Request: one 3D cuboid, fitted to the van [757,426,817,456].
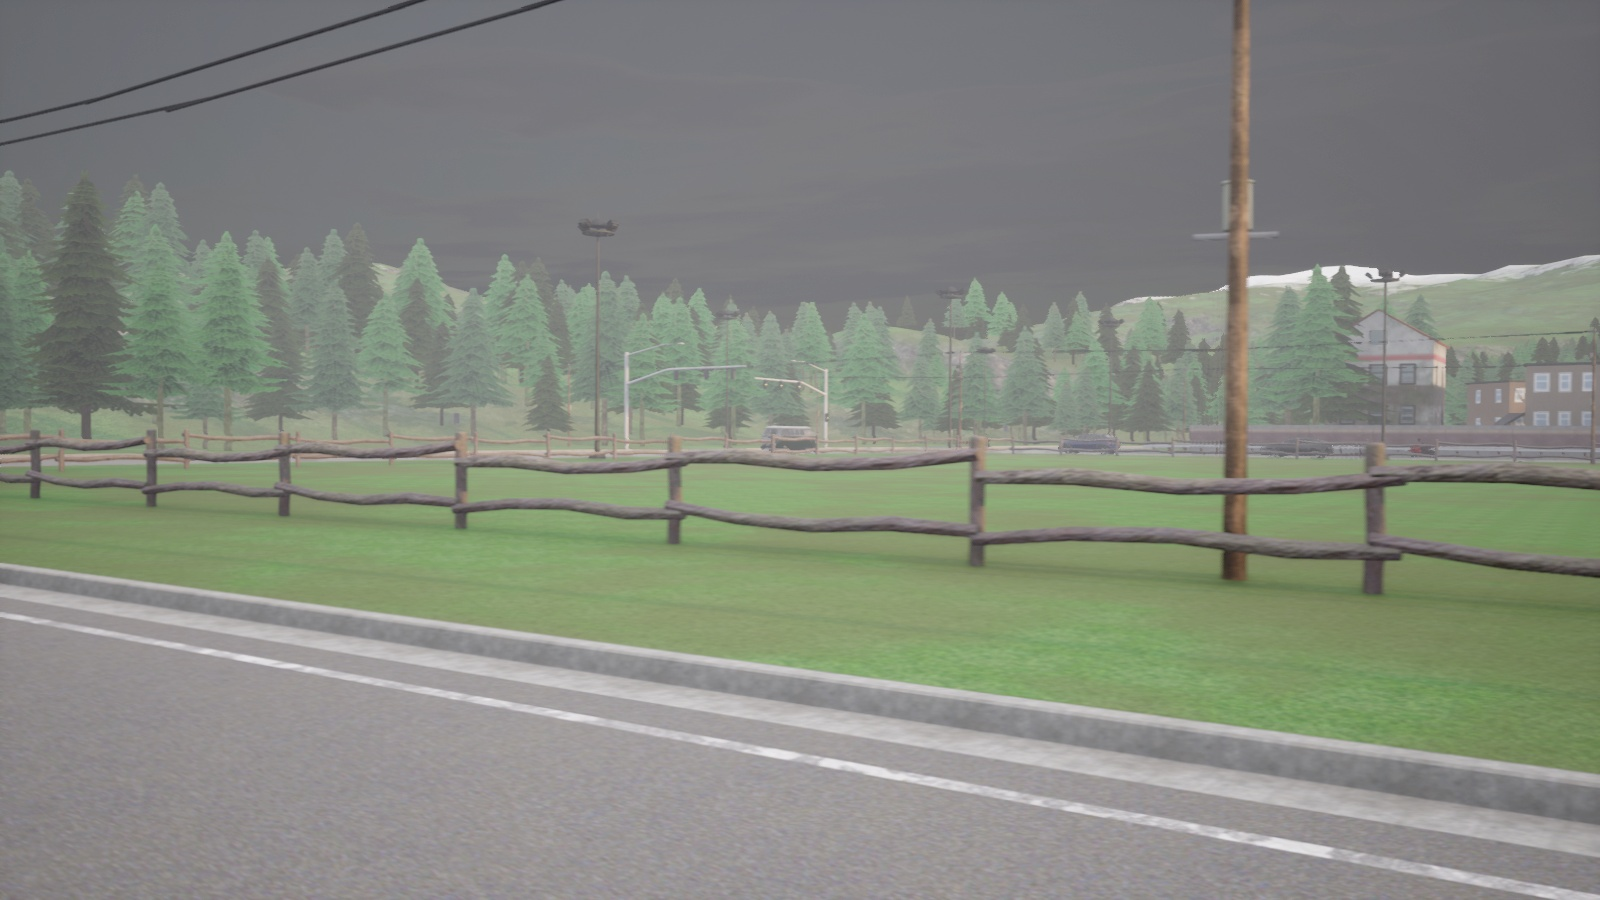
[{"bbox_3d":[-0.856,-0.610,85.152,1.775,1.987,4.442,0,1,36],"label":"van"}]

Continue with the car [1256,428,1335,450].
[{"bbox_3d":[34.850,-0.760,88.319,4.892,1.490,1.837,0,1,34],"label":"car"}]
